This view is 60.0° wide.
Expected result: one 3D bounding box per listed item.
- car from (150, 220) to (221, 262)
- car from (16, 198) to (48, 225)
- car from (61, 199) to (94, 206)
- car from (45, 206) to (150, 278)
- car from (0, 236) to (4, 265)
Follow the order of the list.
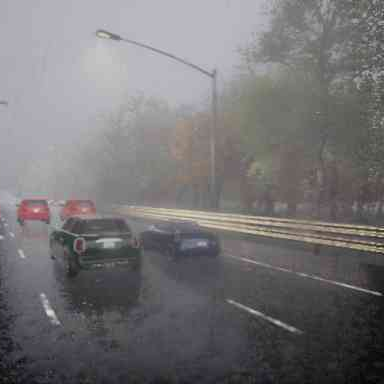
[{"bbox_3d":[-0.665,1.797,13.335,1.994,1.385,4.181,1,-1,-31],"label":"car"},{"bbox_3d":[-12.987,1.539,27.133,2.150,2.045,5.566,1,-1,-31],"label":"car"},{"bbox_3d":[-9.932,1.607,28.841,2.150,2.045,5.566,1,-1,-31],"label":"car"},{"bbox_3d":[-3.368,1.510,11.036,2.097,1.767,4.553,1,-1,-31],"label":"car"},{"bbox_3d":[-6.377,1.637,9.247,2.033,1.411,5.357,1,-1,-31],"label":"car"}]
